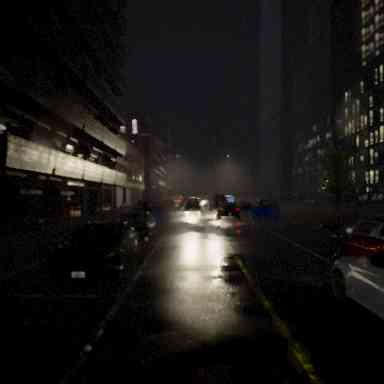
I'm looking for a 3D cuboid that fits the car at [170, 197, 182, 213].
[{"bbox_3d":[-2.562,1.604,37.836,2.008,1.369,4.403,1,0,0],"label":"car"}]

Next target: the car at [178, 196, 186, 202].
[{"bbox_3d":[-2.416,1.719,82.394,1.802,1.307,4.206,1,0,0],"label":"car"}]

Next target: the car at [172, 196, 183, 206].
[{"bbox_3d":[-2.544,1.588,43.237,1.752,1.417,4.829,1,0,0],"label":"car"}]

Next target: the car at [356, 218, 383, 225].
[{"bbox_3d":[5.727,1.479,9.960,1.967,1.590,4.097,1,0,0],"label":"car"}]

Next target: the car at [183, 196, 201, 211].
[{"bbox_3d":[0.134,1.550,42.874,1.882,1.535,5.008,0,0,0],"label":"car"}]

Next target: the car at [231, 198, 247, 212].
[{"bbox_3d":[5.817,1.668,37.807,1.802,1.307,4.206,1,0,0],"label":"car"}]

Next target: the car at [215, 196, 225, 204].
[{"bbox_3d":[5.929,1.673,71.395,1.752,1.417,4.829,1,0,0],"label":"car"}]

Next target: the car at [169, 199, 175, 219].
[{"bbox_3d":[-2.599,1.559,26.528,1.752,1.417,4.829,1,0,0],"label":"car"}]

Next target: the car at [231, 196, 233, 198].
[{"bbox_3d":[5.837,1.621,43.546,1.752,1.417,4.829,1,0,0],"label":"car"}]

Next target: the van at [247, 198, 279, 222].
[{"bbox_3d":[5.785,1.408,26.669,1.690,1.788,3.998,1,0,0],"label":"van"}]

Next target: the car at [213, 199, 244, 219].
[{"bbox_3d":[3.139,1.587,29.406,1.812,1.442,4.674,0,0,1],"label":"car"}]

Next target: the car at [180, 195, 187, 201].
[{"bbox_3d":[-2.378,1.703,93.533,1.887,1.381,4.507,1,0,0],"label":"car"}]

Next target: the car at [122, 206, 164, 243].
[{"bbox_3d":[-2.637,1.566,15.558,2.008,1.369,4.403,1,0,0],"label":"car"}]

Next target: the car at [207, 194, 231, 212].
[{"bbox_3d":[3.138,1.305,41.064,2.150,2.045,5.566,0,0,0],"label":"car"}]

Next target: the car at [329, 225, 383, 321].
[{"bbox_3d":[3.909,1.550,5.373,1.812,1.442,4.674,0,0,0],"label":"car"}]

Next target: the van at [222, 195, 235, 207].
[{"bbox_3d":[5.877,1.457,54.518,1.690,1.788,3.998,1,0,0],"label":"van"}]

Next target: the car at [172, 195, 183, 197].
[{"bbox_3d":[-2.503,1.398,54.546,2.192,1.841,5.009,1,0,0],"label":"car"}]

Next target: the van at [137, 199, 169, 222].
[{"bbox_3d":[-2.614,1.366,21.129,1.690,1.788,3.998,1,0,0],"label":"van"}]

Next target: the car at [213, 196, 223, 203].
[{"bbox_3d":[5.946,1.703,76.795,1.887,1.381,4.507,1,0,0],"label":"car"}]

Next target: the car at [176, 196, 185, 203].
[{"bbox_3d":[-2.452,1.659,71.254,1.887,1.381,4.507,1,0,0],"label":"car"}]

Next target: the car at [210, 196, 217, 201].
[{"bbox_3d":[6.002,1.736,93.504,1.887,1.381,4.507,1,0,0],"label":"car"}]

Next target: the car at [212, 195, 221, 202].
[{"bbox_3d":[5.967,1.610,82.365,1.967,1.590,4.097,1,0,0],"label":"car"}]

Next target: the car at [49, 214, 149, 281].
[{"bbox_3d":[-2.655,1.572,9.988,1.947,1.339,4.313,1,0,0],"label":"car"}]
